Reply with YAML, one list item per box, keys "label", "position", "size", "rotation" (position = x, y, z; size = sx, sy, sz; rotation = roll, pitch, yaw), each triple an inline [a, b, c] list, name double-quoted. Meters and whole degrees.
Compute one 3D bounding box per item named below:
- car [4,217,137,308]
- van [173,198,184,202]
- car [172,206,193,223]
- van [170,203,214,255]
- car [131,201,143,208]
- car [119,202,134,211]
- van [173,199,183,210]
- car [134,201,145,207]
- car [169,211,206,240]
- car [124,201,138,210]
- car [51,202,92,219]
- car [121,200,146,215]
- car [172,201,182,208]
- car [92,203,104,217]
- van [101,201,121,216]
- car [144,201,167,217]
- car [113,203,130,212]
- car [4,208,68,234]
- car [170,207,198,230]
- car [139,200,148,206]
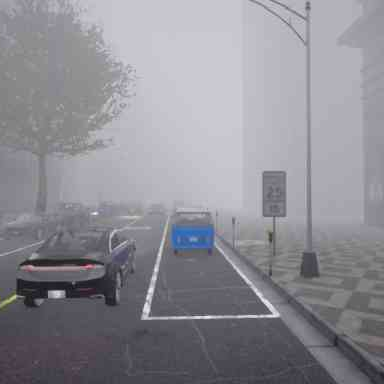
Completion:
- label: "car"
  position: [-2.493, 1.603, 8.220]
  size: [2.128, 1.511, 4.902]
  rotation: [0, -1, -3]
- label: "van"
  position: [-1.841, 2.020, 46.467]
  size: [1.690, 1.788, 3.998]
  rotation: [0, -1, -3]
- label: "car"
  position: [-0.944, 2.017, 30.251]
  size: [1.802, 1.307, 4.206]
  rotation: [0, -1, -3]
- label: "van"
  position: [-0.045, 1.537, 14.041]
  size: [1.690, 1.788, 3.998]
  rotation: [0, -1, -3]
- label: "car"
  position: [-11.729, 2.601, 70.839]
  size: [2.008, 1.369, 4.403]
  rotation: [0, -1, -3]
- label: "car"
  position: [-10.881, 2.340, 55.533]
  size: [1.752, 1.417, 4.829]
  rotation: [0, -1, -3]
- label: "van"
  position: [-2.439, 2.184, 57.276]
  size: [1.690, 1.788, 3.998]
  rotation: [0, -1, -3]
- label: "car"
  position: [-12.030, 2.679, 76.274]
  size: [1.887, 1.381, 4.507]
  rotation: [0, -1, -3]
- label: "car"
  position: [-0.345, 1.841, 19.442]
  size: [1.947, 1.339, 4.313]
  rotation: [0, -1, -3]
- label: "car"
  position: [-11.183, 2.449, 60.983]
  size: [2.008, 1.369, 4.403]
  rotation: [0, -1, -3]
- label: "car"
  position: [-9.136, 1.655, 24.024]
  size: [2.192, 1.841, 5.009]
  rotation: [0, -1, -3]
- label: "car"
  position: [-7.433, 2.120, 43.197]
  size: [2.128, 1.511, 4.902]
  rotation: [0, -1, -3]
- label: "car"
  position: [-3.038, 2.575, 68.081]
  size: [1.947, 1.339, 4.313]
  rotation: [0, -1, -3]
- label: "car"
  position: [-9.429, 1.970, 29.301]
  size: [2.008, 1.369, 4.403]
  rotation: [0, -1, -3]
- label: "van"
  position: [-10.013, 1.918, 39.865]
  size: [1.690, 1.788, 3.998]
  rotation: [0, -1, -3]
- label: "car"
  position: [-4.151, 2.116, 39.183]
  size: [2.033, 1.411, 5.357]
  rotation: [0, -1, -3]
- label: "car"
  position: [-10.598, 2.303, 50.421]
  size: [1.947, 1.339, 4.313]
  rotation: [0, -1, -3]
- label: "car"
  position: [-8.844, 1.807, 18.740]
  size: [1.887, 1.381, 4.507]
  rotation: [0, -1, -3]
- label: "car"
  position: [-0.644, 1.899, 24.846]
  size: [1.887, 1.381, 4.507]
  rotation: [0, -1, -3]
- label: "car"
  position: [-12.632, 2.855, 87.145]
  size: [2.008, 1.369, 4.403]
  rotation: [0, -1, -3]
